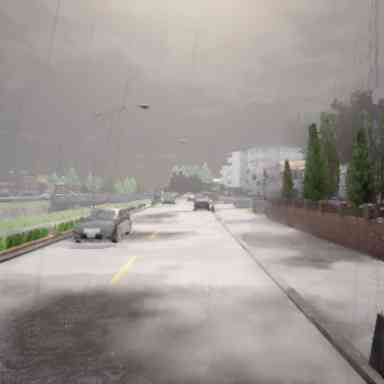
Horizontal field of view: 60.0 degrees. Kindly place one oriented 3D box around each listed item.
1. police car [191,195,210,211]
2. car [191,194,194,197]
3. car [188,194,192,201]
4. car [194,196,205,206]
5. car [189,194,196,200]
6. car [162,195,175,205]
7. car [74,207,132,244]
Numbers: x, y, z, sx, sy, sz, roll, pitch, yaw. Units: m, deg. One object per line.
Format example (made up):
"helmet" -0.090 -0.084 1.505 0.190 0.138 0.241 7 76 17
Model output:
"police car" 1.204 1.425 41.120 1.930 1.638 5.238 0 0 0
"car" 1.204 1.477 51.010 1.882 1.535 5.008 0 0 0
"car" 0.008 1.439 75.860 1.994 1.385 4.181 0 0 0
"car" 1.205 1.504 57.010 1.837 1.490 4.892 0 0 0
"car" 0.010 1.328 91.853 1.882 1.535 5.008 0 0 0
"car" -4.045 1.351 57.864 2.097 1.767 4.553 0 0 0
"car" -4.098 1.491 15.966 2.128 1.511 4.902 0 0 0
